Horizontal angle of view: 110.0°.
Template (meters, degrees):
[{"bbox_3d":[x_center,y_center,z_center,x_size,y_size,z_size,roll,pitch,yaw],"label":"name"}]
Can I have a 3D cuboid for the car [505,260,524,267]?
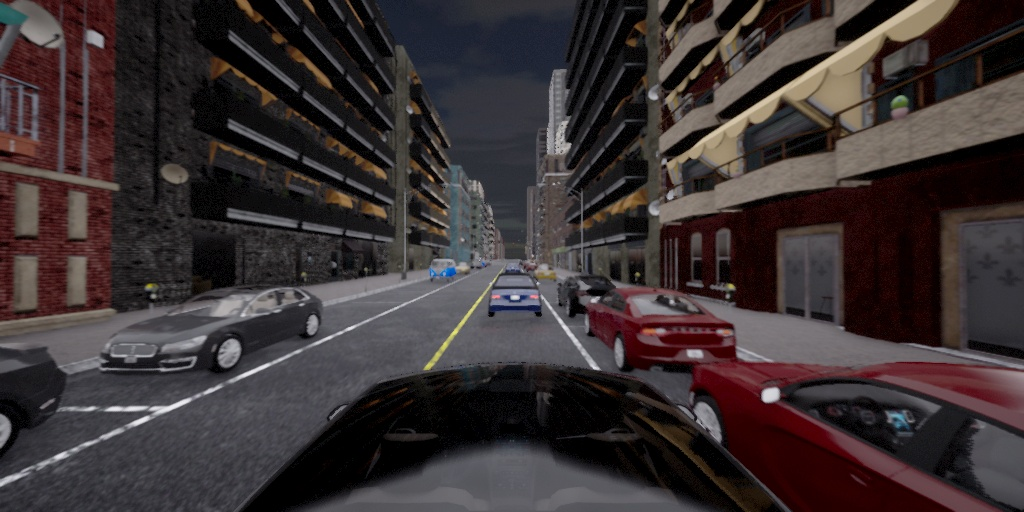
[{"bbox_3d":[0.091,1.409,43.236,2.033,1.411,5.357,0,0,0],"label":"car"}]

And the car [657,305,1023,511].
[{"bbox_3d":[2.693,1.296,1.993,1.888,1.381,4.507,0,0,0],"label":"car"}]

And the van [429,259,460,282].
[{"bbox_3d":[-5.693,1.165,29.621,1.690,1.789,3.998,0,0,0],"label":"van"}]

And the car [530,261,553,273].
[{"bbox_3d":[2.688,1.349,29.780,1.751,1.417,4.829,0,0,0],"label":"car"}]

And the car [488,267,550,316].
[{"bbox_3d":[0.096,1.328,13.482,2.033,1.411,5.357,0,0,0],"label":"car"}]

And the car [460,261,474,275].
[{"bbox_3d":[-5.695,1.380,40.499,1.751,1.417,4.829,0,0,0],"label":"car"}]

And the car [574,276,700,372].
[{"bbox_3d":[2.691,1.310,7.517,1.888,1.381,4.507,0,0,0],"label":"car"}]

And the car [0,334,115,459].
[{"bbox_3d":[-5.689,1.302,2.005,2.007,1.370,4.403,0,0,0],"label":"car"}]

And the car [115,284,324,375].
[{"bbox_3d":[-5.690,1.316,7.528,2.007,1.370,4.403,0,0,0],"label":"car"}]

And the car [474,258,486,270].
[{"bbox_3d":[-5.699,1.469,57.238,1.948,1.339,4.313,0,0,0],"label":"car"}]

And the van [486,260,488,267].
[{"bbox_3d":[-5.700,1.261,62.762,1.690,1.789,3.998,0,0,0],"label":"van"}]

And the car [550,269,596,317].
[{"bbox_3d":[2.690,1.345,13.040,1.948,1.339,4.313,0,0,0],"label":"car"}]

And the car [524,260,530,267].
[{"bbox_3d":[2.684,1.452,46.180,1.802,1.307,4.207,0,0,0],"label":"car"}]
